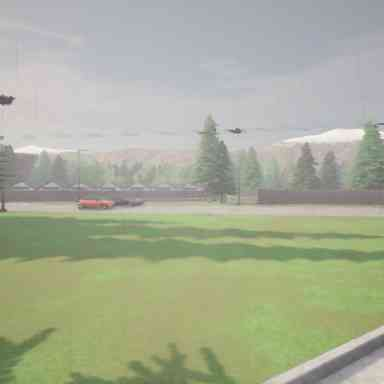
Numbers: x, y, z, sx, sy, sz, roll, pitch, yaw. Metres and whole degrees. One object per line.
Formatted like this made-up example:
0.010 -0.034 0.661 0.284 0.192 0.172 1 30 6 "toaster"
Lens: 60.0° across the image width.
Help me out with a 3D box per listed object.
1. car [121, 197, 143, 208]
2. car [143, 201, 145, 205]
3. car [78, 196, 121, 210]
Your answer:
-9.996 1.463 47.508 4.892 1.490 1.837 0 0 12 "car"
-9.972 1.500 51.087 5.357 1.411 2.033 0 0 12 "car"
-11.512 1.310 40.674 4.553 1.767 2.097 0 0 12 "car"
